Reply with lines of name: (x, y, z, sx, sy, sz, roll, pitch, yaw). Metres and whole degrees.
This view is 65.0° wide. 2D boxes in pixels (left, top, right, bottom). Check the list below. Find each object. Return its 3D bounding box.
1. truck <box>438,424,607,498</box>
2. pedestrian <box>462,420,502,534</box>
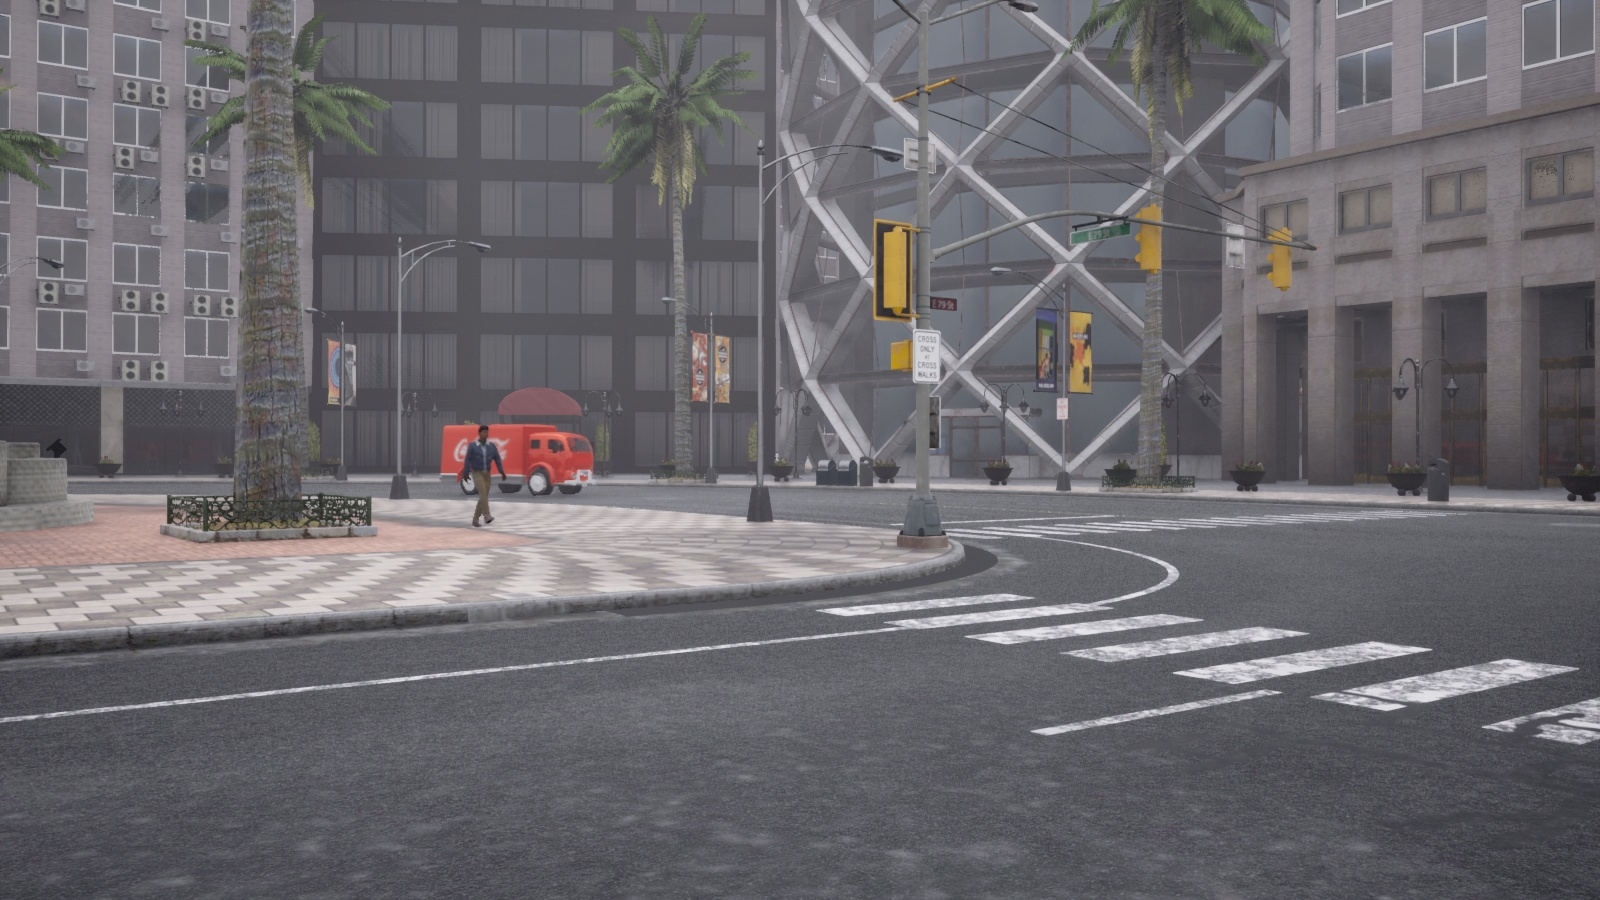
truck: (-9.717, 0.386, 44.019, 5.204, 2.467, 2.627, 0, 0, 23)
pedestrian: (-5.591, 0.467, 22.053, 0.423, 1.949, 0.788, 0, 0, -36)
